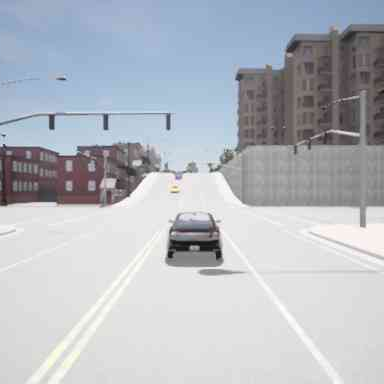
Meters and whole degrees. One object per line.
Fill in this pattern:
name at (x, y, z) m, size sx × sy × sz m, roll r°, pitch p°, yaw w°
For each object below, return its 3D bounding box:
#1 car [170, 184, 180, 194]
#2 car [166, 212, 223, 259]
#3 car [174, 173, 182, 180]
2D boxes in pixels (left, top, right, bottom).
car at (-3.424, -0.697, 67.494) m, size 1.882 × 1.535 × 5.008 m, roll 0°, pitch 10°, yaw 0°
car at (0.090, 1.479, 12.480) m, size 2.128 × 1.511 × 4.902 m, roll 0°, pitch 0°, yaw 0°
car at (-3.403, -4.069, 83.528) m, size 1.812 × 1.442 × 4.674 m, roll 0°, pitch 12°, yaw 0°
